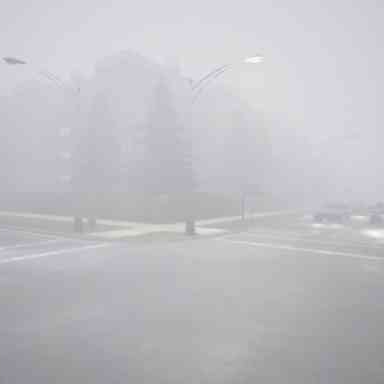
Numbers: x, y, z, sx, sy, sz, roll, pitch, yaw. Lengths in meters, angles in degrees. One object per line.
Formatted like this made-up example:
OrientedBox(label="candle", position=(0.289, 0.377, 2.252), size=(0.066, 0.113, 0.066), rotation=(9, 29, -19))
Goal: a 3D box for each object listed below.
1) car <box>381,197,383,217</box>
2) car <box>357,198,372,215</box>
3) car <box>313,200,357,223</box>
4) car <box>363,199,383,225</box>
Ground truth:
OrientedBox(label="car", position=(19.003, 1.333, 30.861), size=(2.097, 1.767, 4.553), rotation=(0, 0, 35))
OrientedBox(label="car", position=(16.099, 1.522, 32.812), size=(1.994, 1.385, 4.181), rotation=(0, 0, 35))
OrientedBox(label="car", position=(10.789, 1.506, 25.268), size=(2.033, 1.411, 5.357), rotation=(0, 0, 35))
OrientedBox(label="car", position=(13.736, 1.474, 23.388), size=(2.128, 1.511, 4.902), rotation=(0, 0, 35))
